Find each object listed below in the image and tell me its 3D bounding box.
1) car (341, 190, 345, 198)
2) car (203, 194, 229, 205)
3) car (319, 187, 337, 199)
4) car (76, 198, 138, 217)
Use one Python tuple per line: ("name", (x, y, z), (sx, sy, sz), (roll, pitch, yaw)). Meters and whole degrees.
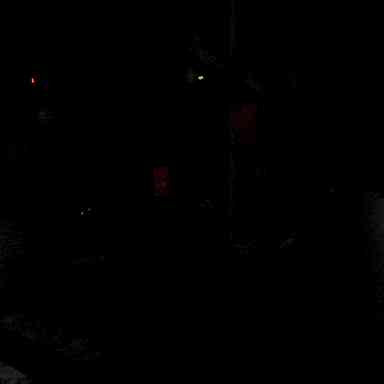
("car", (28.202, 0.379, 60.027), (1.837, 1.490, 4.892), (0, 1, 34))
("car", (3.069, 0.900, 41.356), (1.994, 1.385, 4.181), (0, 1, 35))
("car", (24.951, 0.106, 61.056), (2.150, 2.045, 5.566), (0, 1, 35))
("car", (-6.781, 1.180, 27.256), (2.033, 1.411, 5.357), (0, 1, 35))
